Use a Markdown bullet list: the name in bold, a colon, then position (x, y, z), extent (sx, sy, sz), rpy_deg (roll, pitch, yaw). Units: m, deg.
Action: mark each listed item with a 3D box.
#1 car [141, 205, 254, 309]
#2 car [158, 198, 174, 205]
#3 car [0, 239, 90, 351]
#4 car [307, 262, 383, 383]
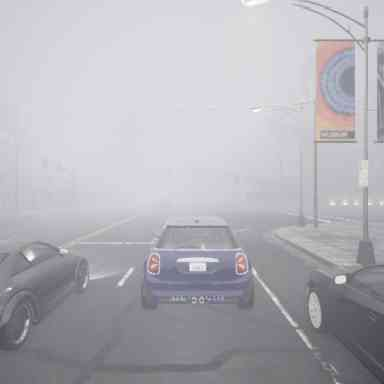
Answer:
- **car**: position (0.101, 1.352, 8.022), extent (2.097, 1.767, 4.553), rpy_deg (0, 0, 0)
- **car**: position (-3.390, 1.547, 43.627), extent (2.033, 1.411, 5.357), rpy_deg (0, 0, 0)
- **car**: position (-3.399, 1.564, 6.203), extent (1.994, 1.385, 4.181), rpy_deg (0, 0, 0)
- **car**: position (2.901, 1.480, 3.734), extent (2.097, 1.535, 5.008), rpy_deg (0, 0, 0)
